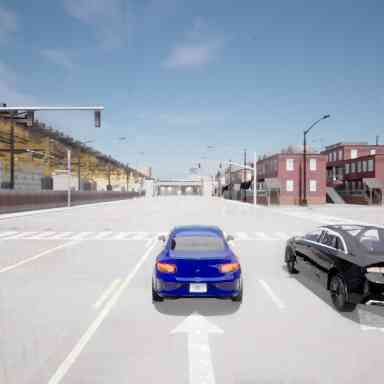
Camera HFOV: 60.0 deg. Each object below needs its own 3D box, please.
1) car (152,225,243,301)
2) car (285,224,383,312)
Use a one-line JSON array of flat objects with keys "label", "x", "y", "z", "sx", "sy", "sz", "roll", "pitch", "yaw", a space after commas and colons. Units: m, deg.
[{"label": "car", "x": 0.107, "y": 1.526, "z": 8.180, "sx": 1.812, "sy": 1.442, "sz": 4.674, "roll": 0, "pitch": 0, "yaw": 0}, {"label": "car", "x": 3.610, "y": 1.492, "z": 7.687, "sx": 2.128, "sy": 1.511, "sz": 4.902, "roll": 0, "pitch": 0, "yaw": -1}]
